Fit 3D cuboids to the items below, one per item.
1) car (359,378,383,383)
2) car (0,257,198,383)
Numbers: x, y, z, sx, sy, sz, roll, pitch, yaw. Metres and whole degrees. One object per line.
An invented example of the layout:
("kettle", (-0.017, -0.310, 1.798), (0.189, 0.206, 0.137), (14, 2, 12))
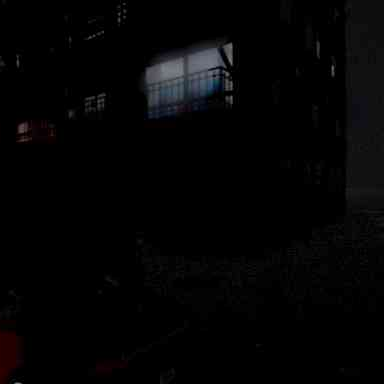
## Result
("car", (2.550, 1.565, 1.056), (4.313, 1.339, 1.947), (0, 0, 36))
("car", (-2.038, 1.548, 4.331), (4.507, 1.381, 1.887), (0, 0, 36))
